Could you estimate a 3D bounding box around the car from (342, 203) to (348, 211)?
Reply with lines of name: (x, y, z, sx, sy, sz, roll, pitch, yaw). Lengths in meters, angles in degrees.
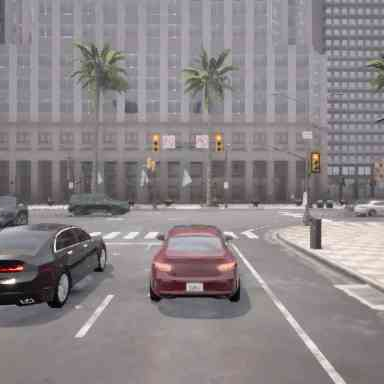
car: (19.774, 1.491, 37.985, 4.902, 1.511, 2.128, 0, 0, 0)

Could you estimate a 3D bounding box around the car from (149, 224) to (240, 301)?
car: (0.075, 1.526, 8.212, 1.812, 1.442, 4.674, 0, 0, 1)

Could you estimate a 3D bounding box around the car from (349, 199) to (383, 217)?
car: (17.540, 1.525, 30.787, 4.674, 1.442, 1.812, 0, 0, 0)

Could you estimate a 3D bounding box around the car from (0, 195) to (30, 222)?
car: (-10.865, 1.221, 19.130, 2.150, 2.045, 5.566, 1, 0, -17)

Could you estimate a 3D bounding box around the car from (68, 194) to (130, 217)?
car: (-8.575, 1.221, 30.815, 5.566, 2.045, 2.150, 0, 0, 1)

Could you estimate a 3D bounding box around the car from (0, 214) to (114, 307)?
car: (-3.435, 1.505, 7.960, 1.837, 1.490, 4.892, 0, 0, 0)
